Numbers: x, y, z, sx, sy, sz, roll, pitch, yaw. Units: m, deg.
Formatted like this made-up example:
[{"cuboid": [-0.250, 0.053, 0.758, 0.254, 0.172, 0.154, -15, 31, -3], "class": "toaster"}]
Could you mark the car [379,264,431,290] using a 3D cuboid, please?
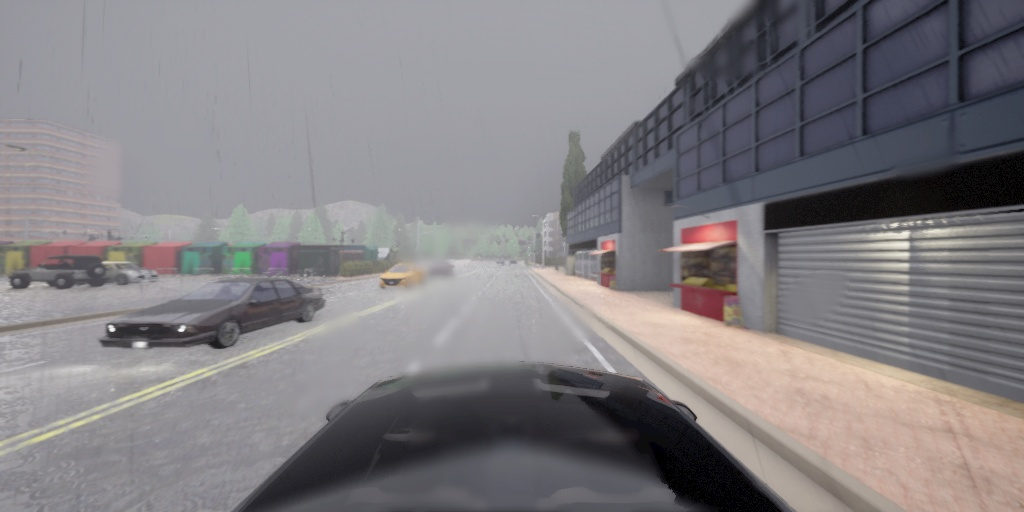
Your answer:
[{"cuboid": [-7.002, 1.277, 23.407, 1.882, 1.535, 5.008, 0, 0, 1], "class": "car"}]

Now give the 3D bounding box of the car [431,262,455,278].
[{"cuboid": [-6.891, 1.320, 35.822, 1.882, 1.535, 5.008, 0, 0, 0], "class": "car"}]

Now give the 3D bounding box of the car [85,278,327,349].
[{"cuboid": [-6.987, 1.299, 9.401, 2.033, 1.411, 5.357, 0, 0, 0], "class": "car"}]
